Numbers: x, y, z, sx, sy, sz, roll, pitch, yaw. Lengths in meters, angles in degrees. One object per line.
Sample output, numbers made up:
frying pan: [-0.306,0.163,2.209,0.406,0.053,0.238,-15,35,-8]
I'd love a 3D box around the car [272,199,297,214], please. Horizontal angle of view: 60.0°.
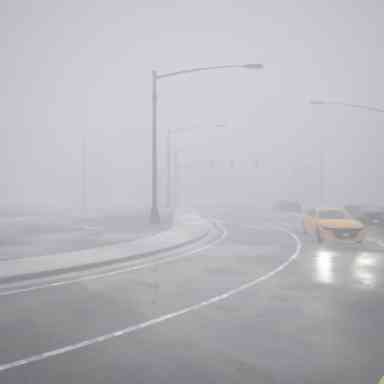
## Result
car: [10.103,1.474,35.883,1.882,1.535,5.008,0,0,-2]

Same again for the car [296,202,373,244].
car: [6.606,1.476,16.047,1.882,1.535,5.008,0,0,7]

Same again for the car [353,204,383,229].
car: [10.632,1.523,21.526,1.812,1.442,4.674,0,0,0]
